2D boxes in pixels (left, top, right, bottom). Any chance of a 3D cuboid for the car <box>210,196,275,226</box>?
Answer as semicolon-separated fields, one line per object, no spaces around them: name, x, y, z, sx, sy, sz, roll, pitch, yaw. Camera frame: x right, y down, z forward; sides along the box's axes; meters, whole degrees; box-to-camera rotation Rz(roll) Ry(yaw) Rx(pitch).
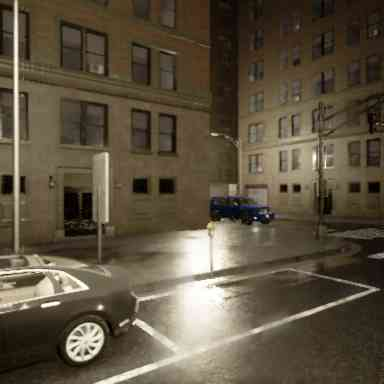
car;3.487;1.305;24.655;2.150;2.045;5.566;0;0;-35

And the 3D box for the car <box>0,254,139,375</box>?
car;-2.838;1.551;4.167;4.403;1.369;2.008;0;0;-35
